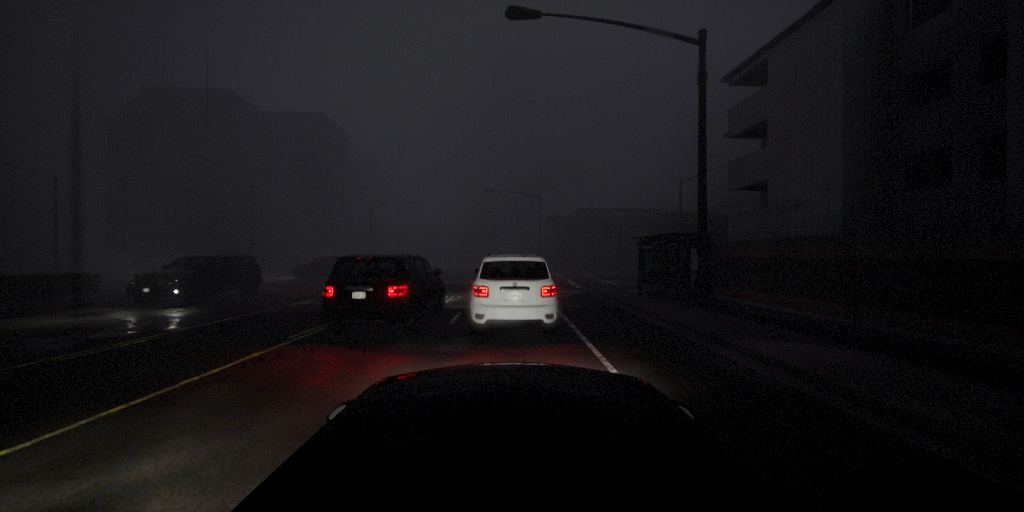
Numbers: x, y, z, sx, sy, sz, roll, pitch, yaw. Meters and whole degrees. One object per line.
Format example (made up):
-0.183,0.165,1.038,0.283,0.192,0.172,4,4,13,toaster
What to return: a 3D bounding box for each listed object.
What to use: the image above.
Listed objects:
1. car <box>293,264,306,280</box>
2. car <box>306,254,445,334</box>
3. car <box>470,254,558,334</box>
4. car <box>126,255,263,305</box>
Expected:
-15.727,0.997,30.660,5.566,2.045,2.150,0,0,9,car
-3.471,0.972,10.732,2.150,2.045,5.566,0,0,-1,car
0.026,0.972,10.756,2.150,2.045,5.566,0,0,-1,car
-14.157,0.965,16.571,2.150,2.045,5.566,0,0,-1,car
